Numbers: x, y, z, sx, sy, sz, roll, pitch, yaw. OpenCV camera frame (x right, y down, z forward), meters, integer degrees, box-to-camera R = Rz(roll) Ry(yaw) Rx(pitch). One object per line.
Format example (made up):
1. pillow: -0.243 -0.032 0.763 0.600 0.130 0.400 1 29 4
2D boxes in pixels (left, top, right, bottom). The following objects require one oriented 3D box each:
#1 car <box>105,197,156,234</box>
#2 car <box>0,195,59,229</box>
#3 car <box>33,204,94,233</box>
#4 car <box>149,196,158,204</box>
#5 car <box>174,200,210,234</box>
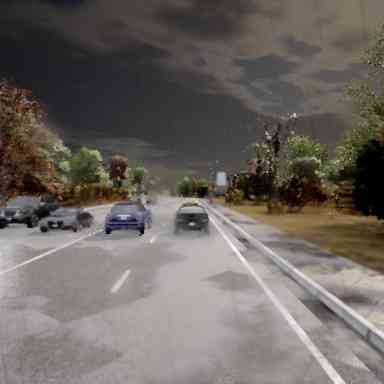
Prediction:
1. car: -3.505 1.356 19.180 2.097 1.767 4.553 0 0 0
2. car: -10.730 1.230 22.268 2.150 2.045 5.566 0 0 0
3. car: -7.205 1.570 19.486 1.994 1.385 4.181 0 0 0
4. car: -7.401 1.515 61.423 1.837 1.490 4.892 0 0 0
5. car: -0.006 1.480 19.405 1.882 1.535 5.008 0 0 0
